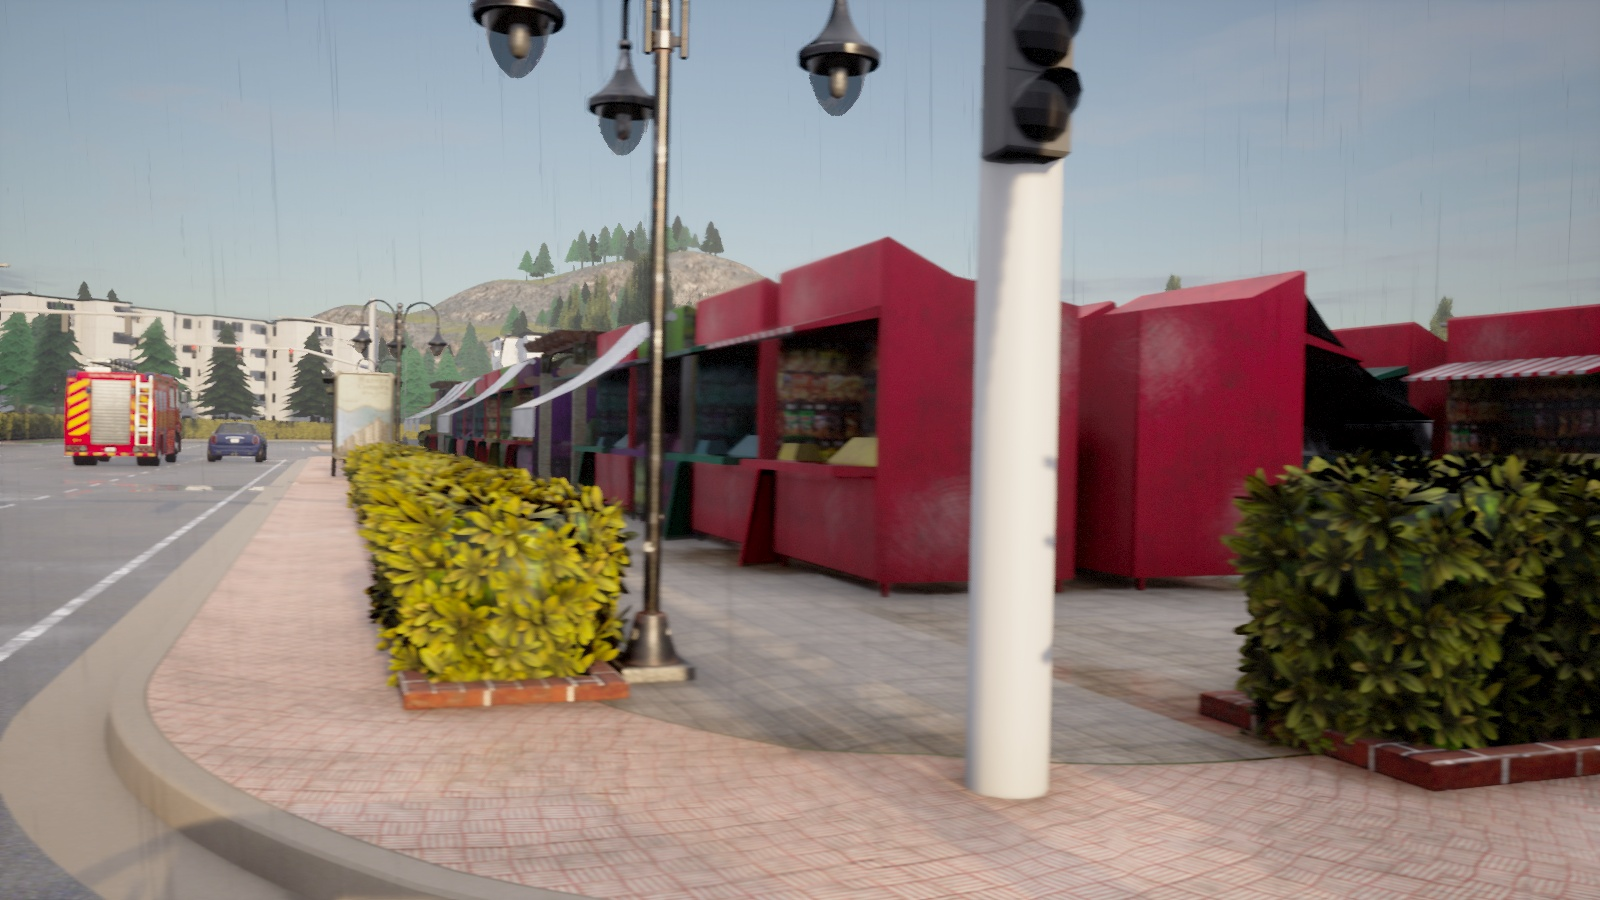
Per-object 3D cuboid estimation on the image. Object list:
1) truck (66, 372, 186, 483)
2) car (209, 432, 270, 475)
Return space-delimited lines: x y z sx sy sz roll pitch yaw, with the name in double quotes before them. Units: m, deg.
"truck" -25.558 -0.827 47.989 2.891 3.827 8.468 0 1 -20
"car" -24.023 0.133 53.919 2.097 1.767 4.553 0 1 -20
